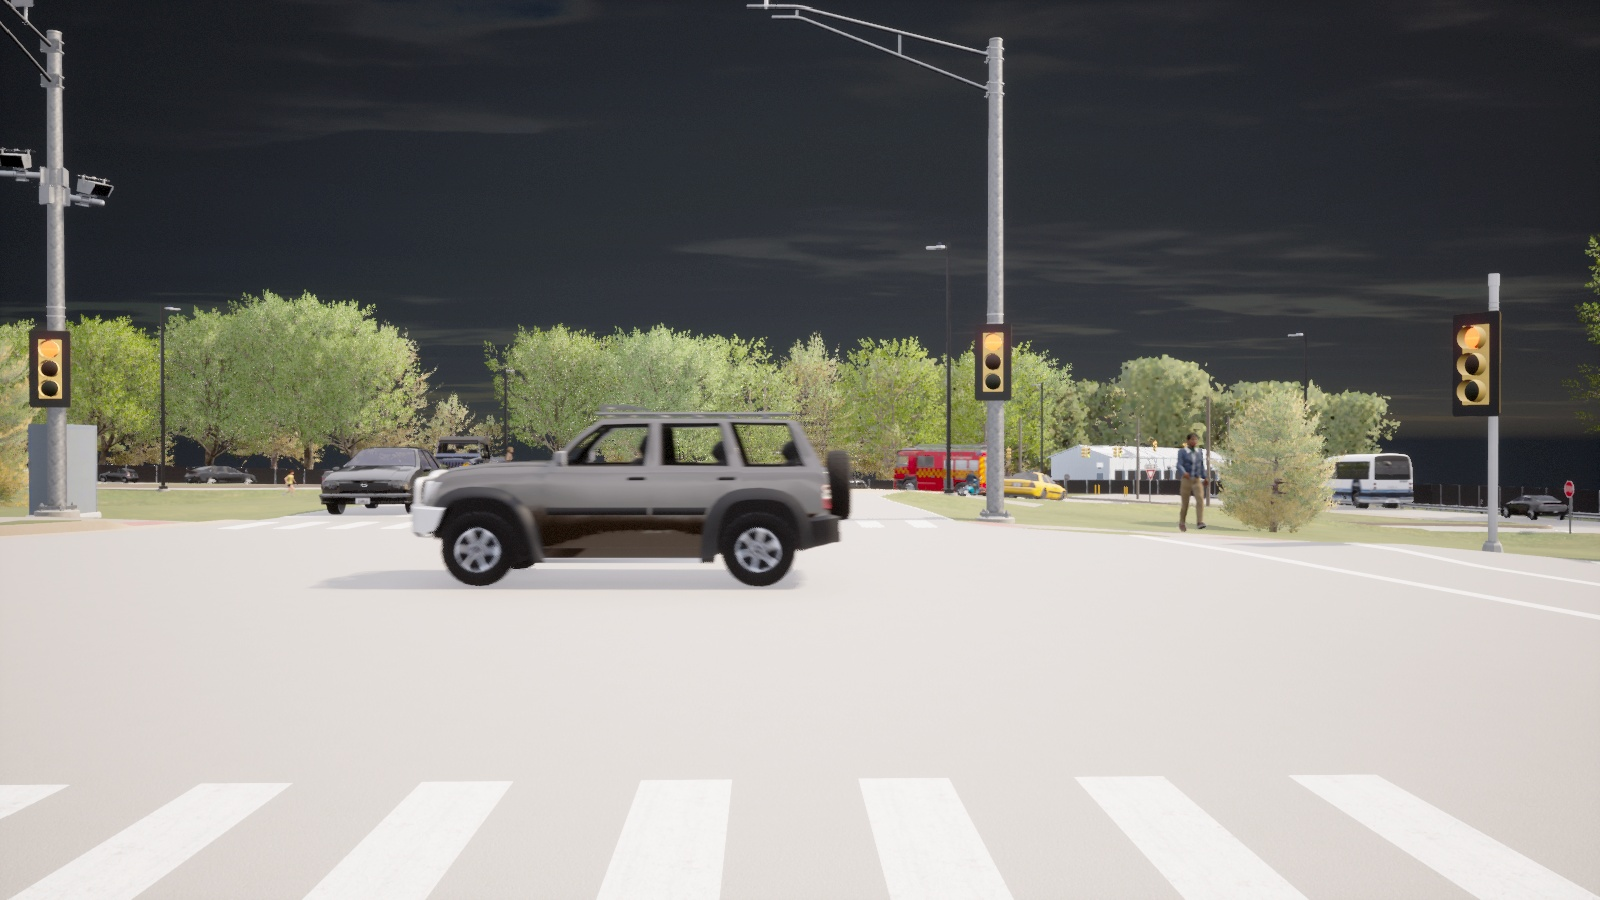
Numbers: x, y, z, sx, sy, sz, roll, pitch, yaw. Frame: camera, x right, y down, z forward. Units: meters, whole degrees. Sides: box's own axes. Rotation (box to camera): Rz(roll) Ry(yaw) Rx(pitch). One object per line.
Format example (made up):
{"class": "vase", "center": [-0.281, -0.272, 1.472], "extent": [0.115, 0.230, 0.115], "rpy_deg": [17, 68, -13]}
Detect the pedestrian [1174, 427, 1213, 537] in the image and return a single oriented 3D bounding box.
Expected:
{"class": "pedestrian", "center": [7.078, 0.558, 22.617], "extent": [0.423, 1.949, 0.788], "rpy_deg": [0, 1, -1]}

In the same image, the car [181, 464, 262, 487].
{"class": "car", "center": [-39.923, 1.800, 86.786], "extent": [1.837, 1.490, 4.892], "rpy_deg": [0, -2, 30]}

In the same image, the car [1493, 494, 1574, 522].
{"class": "car", "center": [44.860, 3.536, 76.955], "extent": [2.128, 1.511, 4.902], "rpy_deg": [0, -1, 1]}

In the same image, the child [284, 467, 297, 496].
{"class": "child", "center": [-19.841, 1.219, 48.926], "extent": [0.394, 1.110, 0.255], "rpy_deg": [0, 1, -4]}

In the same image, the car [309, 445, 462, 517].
{"class": "car", "center": [-8.879, 0.613, 27.407], "extent": [2.033, 1.411, 5.357], "rpy_deg": [0, 0, -6]}

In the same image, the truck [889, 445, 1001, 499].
{"class": "truck", "center": [10.797, 1.555, 94.463], "extent": [2.891, 3.827, 8.468], "rpy_deg": [-1, 1, -44]}

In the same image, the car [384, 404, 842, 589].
{"class": "car", "center": [-1.870, 0.460, 13.571], "extent": [4.605, 1.855, 1.932], "rpy_deg": [0, 1, 0]}

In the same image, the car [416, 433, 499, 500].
{"class": "car", "center": [-10.076, 0.493, 37.225], "extent": [1.905, 1.878, 3.866], "rpy_deg": [0, -1, -8]}

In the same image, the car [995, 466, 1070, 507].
{"class": "car", "center": [11.065, 1.748, 59.466], "extent": [1.801, 1.575, 5.366], "rpy_deg": [3, -3, 29]}
